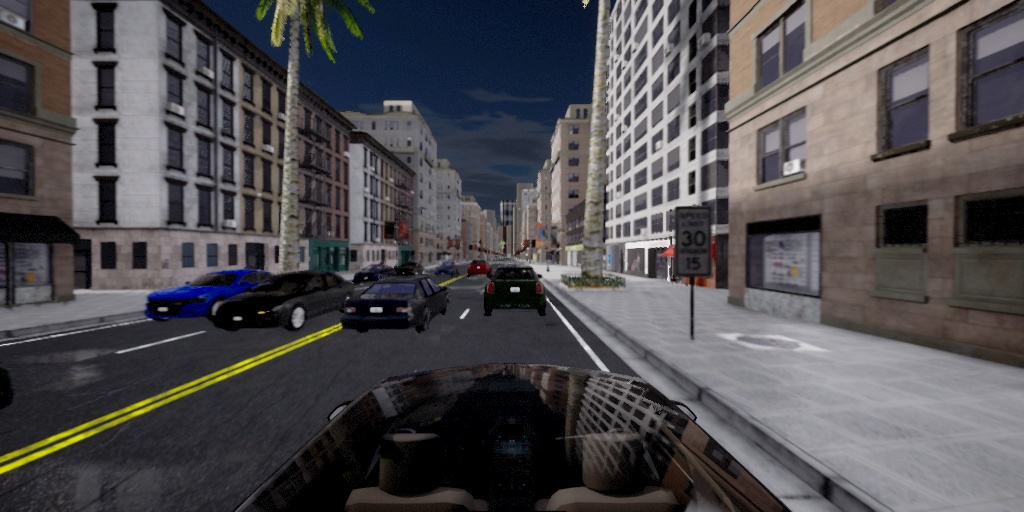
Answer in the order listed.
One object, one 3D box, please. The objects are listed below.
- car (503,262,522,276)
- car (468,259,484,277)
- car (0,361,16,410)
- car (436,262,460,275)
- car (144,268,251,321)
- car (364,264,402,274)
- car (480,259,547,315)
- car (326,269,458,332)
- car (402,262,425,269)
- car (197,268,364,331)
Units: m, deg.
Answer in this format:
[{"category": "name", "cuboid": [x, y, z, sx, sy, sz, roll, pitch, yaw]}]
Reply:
[{"category": "car", "cuboid": [0.047, 1.349, 37.378, 1.895, 1.301, 4.718, 0, 0, 0]}, {"category": "car", "cuboid": [-3.146, 1.100, 35.926, 2.097, 1.767, 4.553, 0, 0, 0]}, {"category": "car", "cuboid": [-6.594, 1.100, 1.937, 2.097, 1.767, 4.553, 0, 0, 0]}, {"category": "car", "cuboid": [-6.515, 1.295, 36.646, 2.033, 1.411, 5.357, 0, 0, 1]}, {"category": "car", "cuboid": [-9.839, 1.225, 12.601, 1.882, 1.535, 5.008, 0, 0, 0]}, {"category": "car", "cuboid": [-9.831, 1.311, 26.114, 1.994, 1.385, 4.181, 0, 0, 0]}, {"category": "car", "cuboid": [0.102, 1.100, 13.695, 2.097, 1.767, 4.553, 0, 0, 0]}, {"category": "car", "cuboid": [-3.150, 1.296, 10.827, 2.033, 1.411, 5.357, 0, 0, 0]}, {"category": "car", "cuboid": [-9.745, 1.311, 34.603, 1.837, 1.490, 4.892, 0, 0, 0]}, {"category": "car", "cuboid": [-6.591, 1.253, 11.053, 1.837, 1.490, 4.892, 0, 0, 0]}]
